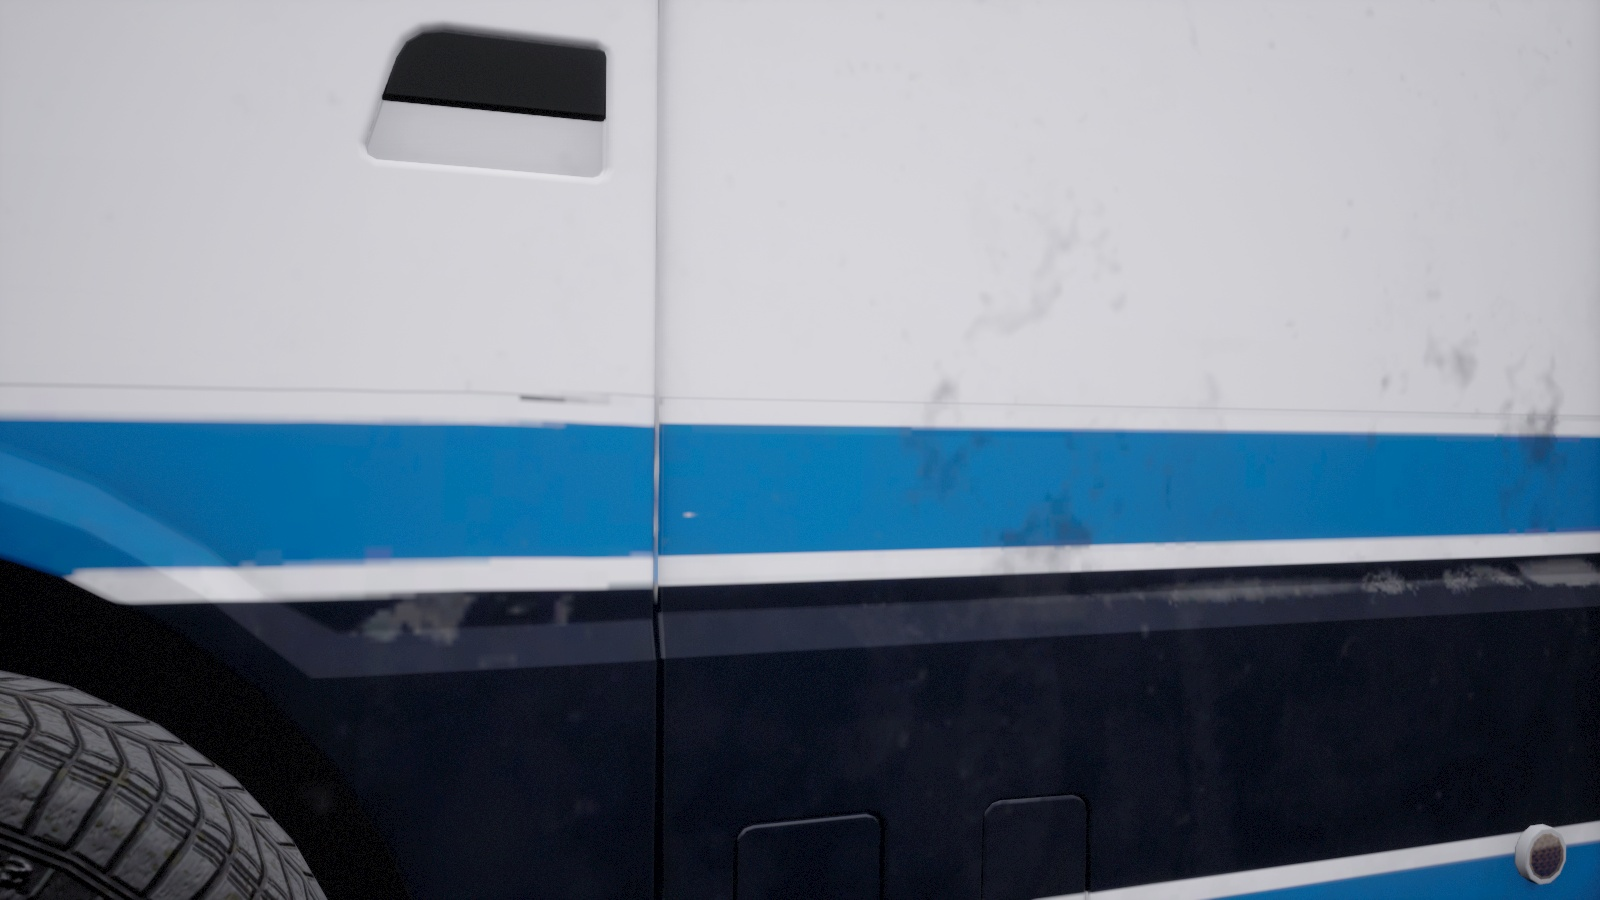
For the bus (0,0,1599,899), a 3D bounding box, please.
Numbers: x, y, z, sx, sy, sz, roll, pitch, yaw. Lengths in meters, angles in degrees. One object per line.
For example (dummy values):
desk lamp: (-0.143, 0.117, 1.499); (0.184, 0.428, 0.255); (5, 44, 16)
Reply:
bus: (1.219, -0.652, 3.684); (10.273, 4.253, 3.944); (-1, 1, -21)
